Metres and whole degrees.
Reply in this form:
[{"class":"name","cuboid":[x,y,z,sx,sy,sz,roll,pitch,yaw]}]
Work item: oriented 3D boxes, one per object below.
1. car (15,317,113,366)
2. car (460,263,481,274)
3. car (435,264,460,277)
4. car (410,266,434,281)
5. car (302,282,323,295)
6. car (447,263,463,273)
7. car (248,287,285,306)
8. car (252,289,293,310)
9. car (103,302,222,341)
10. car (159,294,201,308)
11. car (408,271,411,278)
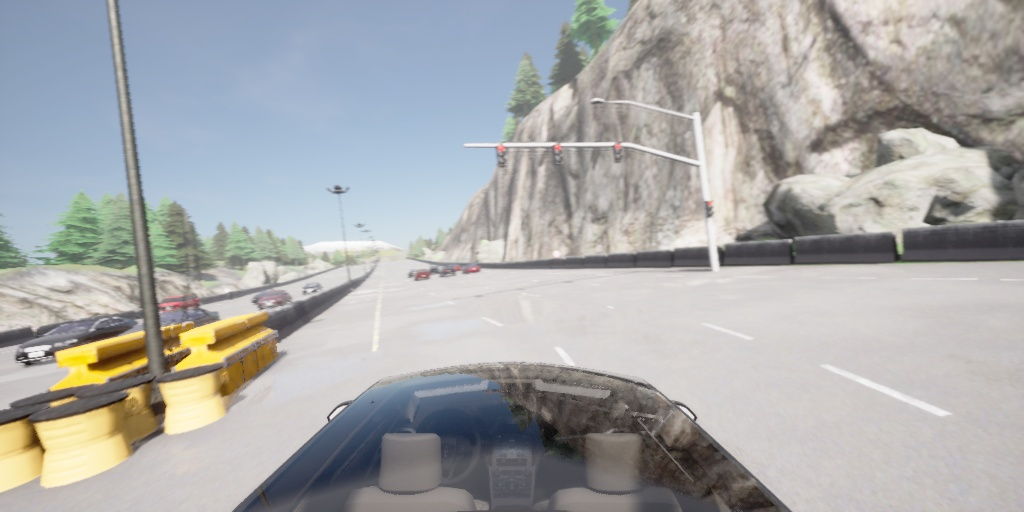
[{"class":"car","cuboid":[-19.111,3.613,16.077,2.128,1.511,4.902,-7,0,-20]},{"class":"car","cuboid":[-5.954,1.813,52.060,1.994,1.385,4.181,-7,1,-19]},{"class":"car","cuboid":[-9.198,2.161,50.798,1.837,1.490,4.892,-7,1,-19]},{"class":"car","cuboid":[-12.536,2.547,49.806,1.882,1.535,5.008,-7,0,-19]},{"class":"car","cuboid":[-26.658,4.320,47.995,2.128,1.511,4.902,-7,1,-20]},{"class":"car","cuboid":[-10.270,2.146,64.218,1.994,1.385,4.181,-7,1,-19]},{"class":"car","cuboid":[-27.922,4.582,41.018,2.033,1.411,5.357,-7,1,-19]},{"class":"car","cuboid":[-21.101,3.821,32.093,1.812,1.442,4.674,-7,0,-20]},{"class":"car","cuboid":[-15.667,3.240,16.785,2.033,1.411,5.357,-7,0,-20]},{"class":"car","cuboid":[-33.549,4.993,35.922,2.150,2.045,5.566,-7,1,-19]},{"class":"car","cuboid":[-16.877,2.969,62.034,1.994,1.385,4.181,-7,1,-19]}]
